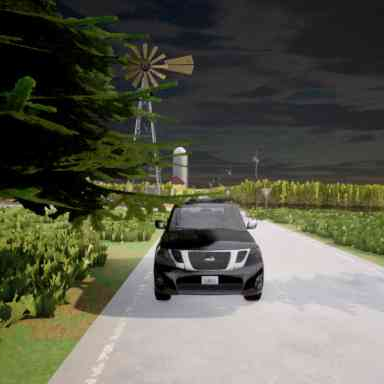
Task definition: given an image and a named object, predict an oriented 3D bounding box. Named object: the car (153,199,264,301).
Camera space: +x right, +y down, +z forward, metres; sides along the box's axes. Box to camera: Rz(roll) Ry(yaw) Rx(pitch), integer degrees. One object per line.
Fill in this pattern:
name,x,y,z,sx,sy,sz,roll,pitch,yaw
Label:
car,0.336,1.221,8.697,2.150,2.045,5.566,0,0,0
